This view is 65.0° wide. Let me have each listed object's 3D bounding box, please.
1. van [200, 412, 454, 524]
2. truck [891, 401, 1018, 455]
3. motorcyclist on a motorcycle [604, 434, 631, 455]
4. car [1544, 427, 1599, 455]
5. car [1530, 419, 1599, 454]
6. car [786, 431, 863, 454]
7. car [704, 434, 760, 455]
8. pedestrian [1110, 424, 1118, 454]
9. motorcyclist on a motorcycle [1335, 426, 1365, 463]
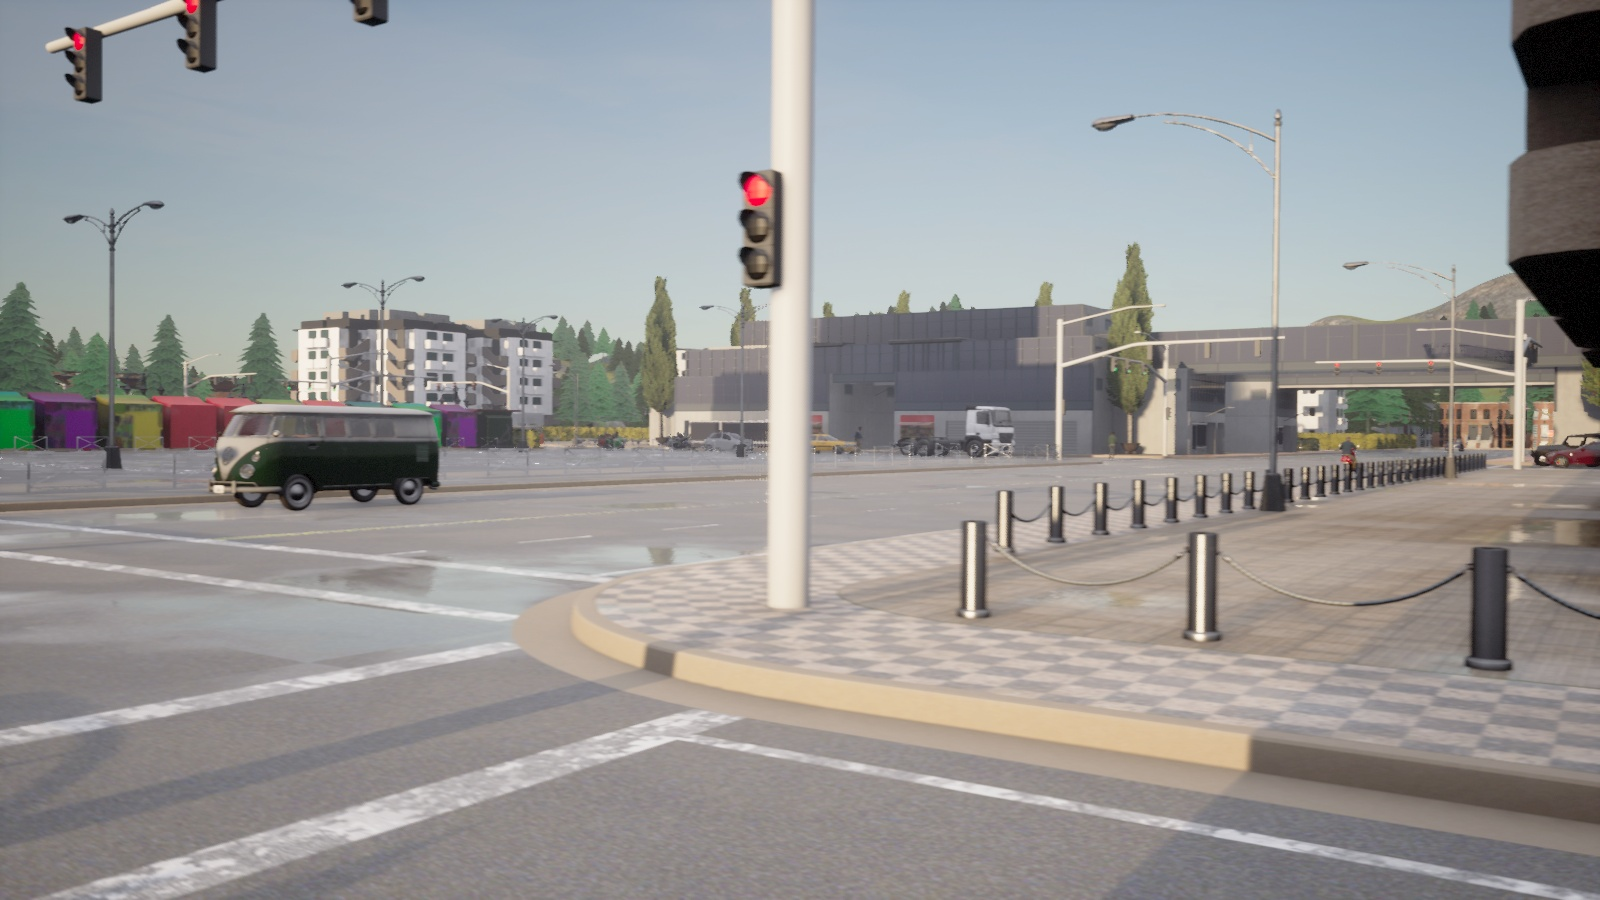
[{"bbox_3d":[-9.149,0.285,24.652,1.775,1.987,4.442,0,1,34],"label":"van"},{"bbox_3d":[10.167,-1.427,83.257,7.936,3.462,2.891,0,1,36],"label":"truck"},{"bbox_3d":[-14.023,-0.423,96.361,2.044,1.523,0.797,0,1,36],"label":"motorcyclist on a motorcycle"},{"bbox_3d":[41.894,-0.472,66.018,4.674,1.442,1.812,0,1,34],"label":"car"},{"bbox_3d":[42.806,-0.760,69.652,3.866,1.878,1.905,0,1,35],"label":"car"},{"bbox_3d":[1.718,-0.513,89.342,5.366,1.575,1.801,0,1,36],"label":"car"},{"bbox_3d":[-4.842,-0.384,89.753,3.633,1.501,1.845,0,1,36],"label":"car"},{"bbox_3d":[19.484,-0.679,77.985,0.353,1.847,0.614,0,1,28],"label":"pedestrian"},{"bbox_3d":[24.181,-0.235,55.176,0.866,1.590,1.817,0,1,34],"label":"motorcyclist on a motorcycle"}]
